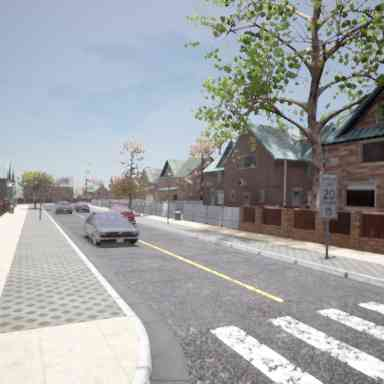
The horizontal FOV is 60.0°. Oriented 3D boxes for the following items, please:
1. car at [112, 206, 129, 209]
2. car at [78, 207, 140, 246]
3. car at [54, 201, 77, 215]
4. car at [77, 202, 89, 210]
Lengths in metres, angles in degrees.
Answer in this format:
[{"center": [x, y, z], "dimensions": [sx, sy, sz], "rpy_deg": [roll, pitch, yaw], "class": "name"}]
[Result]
[{"center": [-5.927, 1.849, 26.906], "dimensions": [1.812, 1.442, 4.674], "rpy_deg": [2, -1, -26], "class": "car"}, {"center": [-4.169, 1.700, 16.453], "dimensions": [2.033, 1.411, 5.357], "rpy_deg": [2, -1, -26], "class": "car"}, {"center": [-15.356, 1.913, 39.846], "dimensions": [1.837, 1.490, 4.892], "rpy_deg": [2, -2, -25], "class": "car"}, {"center": [-15.886, 2.108, 47.592], "dimensions": [2.033, 1.411, 5.357], "rpy_deg": [2, -1, -26], "class": "car"}]
